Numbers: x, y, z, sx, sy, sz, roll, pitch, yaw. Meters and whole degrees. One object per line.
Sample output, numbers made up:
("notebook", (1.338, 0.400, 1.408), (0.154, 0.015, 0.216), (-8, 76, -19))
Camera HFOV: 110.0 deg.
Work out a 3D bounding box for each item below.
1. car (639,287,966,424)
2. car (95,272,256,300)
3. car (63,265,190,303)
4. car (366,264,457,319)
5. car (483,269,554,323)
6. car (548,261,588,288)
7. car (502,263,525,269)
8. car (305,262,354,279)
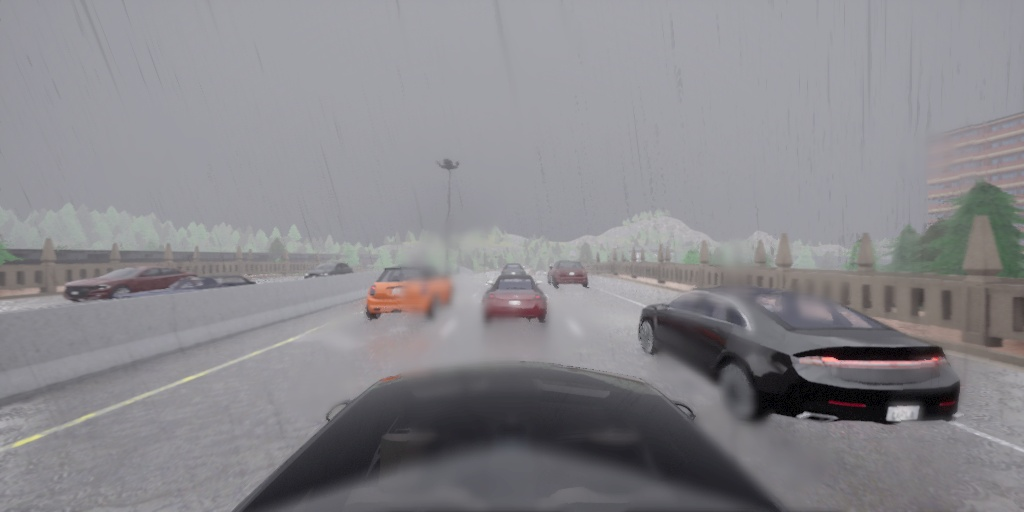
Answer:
("car", (3.606, 1.239, 5.731), (2.128, 1.511, 4.902), (0, 0, 0))
("car", (-10.590, 1.344, 12.348), (1.895, 1.301, 4.718), (0, 0, 0))
("car", (-17.586, 1.218, 16.922), (1.882, 1.535, 5.008), (0, 0, 0))
("car", (-3.392, 1.095, 12.817), (2.097, 1.767, 4.553), (0, 0, 0))
("car", (0.107, 1.307, 12.140), (1.994, 1.385, 4.181), (0, 0, 0))
("car", (3.613, 1.087, 23.790), (2.097, 1.767, 4.553), (0, 0, 0))
("car", (0.116, 1.297, 29.545), (1.994, 1.385, 4.181), (0, 0, 0))
("car", (-14.068, 1.234, 27.881), (1.837, 1.490, 4.892), (0, 0, 0))
